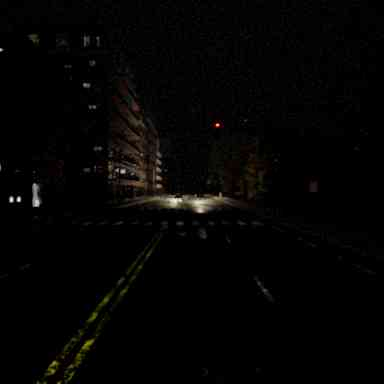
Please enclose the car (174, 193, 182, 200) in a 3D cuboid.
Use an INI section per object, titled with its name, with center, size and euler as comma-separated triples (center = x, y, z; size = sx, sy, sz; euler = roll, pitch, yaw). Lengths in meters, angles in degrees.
[car]
center = -3.263, 1.028, 78.961
size = 2.128, 1.511, 4.902
euler = 0, 0, 0
